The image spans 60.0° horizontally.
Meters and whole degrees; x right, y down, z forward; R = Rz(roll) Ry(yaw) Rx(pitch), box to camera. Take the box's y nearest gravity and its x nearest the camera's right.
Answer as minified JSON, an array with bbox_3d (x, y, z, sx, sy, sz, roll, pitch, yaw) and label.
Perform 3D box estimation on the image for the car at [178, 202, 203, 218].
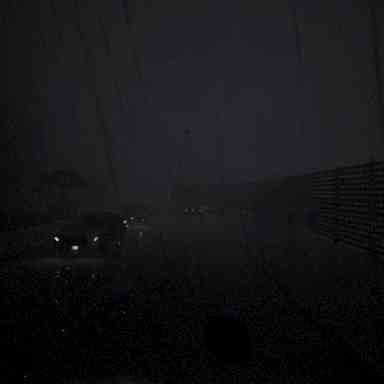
[{"bbox_3d":[-0.173,1.564,29.841,2.033,1.411,5.357,0,0,-6],"label":"car"}]

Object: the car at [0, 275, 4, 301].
[{"bbox_3d":[-4.094,1.603,3.356,1.895,1.301,4.718,0,0,0],"label":"car"}]

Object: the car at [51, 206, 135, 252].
[{"bbox_3d":[-4.056,1.555,14.222,2.033,1.411,5.357,0,0,0],"label":"car"}]

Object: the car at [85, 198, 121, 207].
[{"bbox_3d":[-10.700,1.500,40.876,5.008,1.535,1.882,0,0,10],"label":"car"}]

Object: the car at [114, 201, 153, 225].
[{"bbox_3d":[-4.004,1.577,24.258,1.994,1.385,4.181,0,0,0],"label":"car"}]
